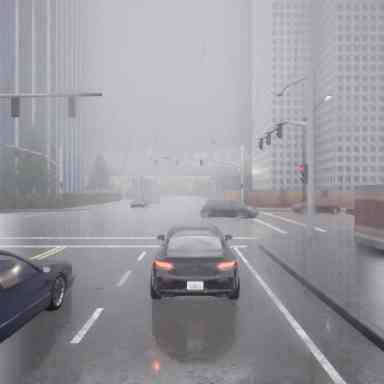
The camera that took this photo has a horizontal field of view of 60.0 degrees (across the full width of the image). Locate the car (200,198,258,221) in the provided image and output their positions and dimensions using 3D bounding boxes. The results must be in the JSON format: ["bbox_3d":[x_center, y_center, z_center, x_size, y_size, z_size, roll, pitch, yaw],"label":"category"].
[{"bbox_3d":[3.030,1.352,27.253,4.553,1.767,2.097,0,0,22],"label":"car"}]

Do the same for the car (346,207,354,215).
[{"bbox_3d":[16.856,1.547,29.994,5.357,1.411,2.033,0,0,0],"label":"car"}]

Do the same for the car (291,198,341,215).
[{"bbox_3d":[12.383,1.352,33.512,4.553,1.767,2.097,0,0,0],"label":"car"}]

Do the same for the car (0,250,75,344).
[{"bbox_3d":[-3.445,1.547,4.713,2.033,1.411,5.357,0,0,1],"label":"car"}]

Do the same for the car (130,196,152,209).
[{"bbox_3d":[-7.139,1.547,45.587,2.033,1.411,5.357,0,0,0],"label":"car"}]

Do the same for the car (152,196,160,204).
[{"bbox_3d":[-7.113,1.492,62.602,2.128,1.511,4.902,0,0,0],"label":"car"}]

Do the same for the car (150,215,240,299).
[{"bbox_3d":[0.070,1.526,8.309,1.812,1.442,4.674,0,0,0],"label":"car"}]
